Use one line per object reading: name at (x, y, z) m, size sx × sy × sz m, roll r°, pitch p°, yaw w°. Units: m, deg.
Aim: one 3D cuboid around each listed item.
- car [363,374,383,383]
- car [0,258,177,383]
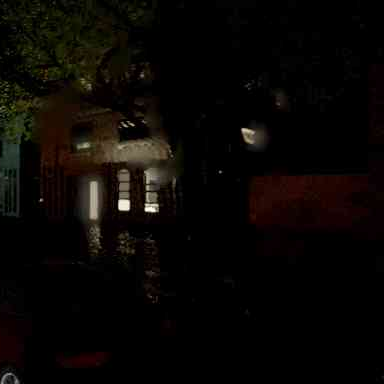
car at (2.530, 1.451, 1.068) m, size 4.097 × 1.590 × 1.967 m, roll 1°, pitch 0°, yaw 35°
car at (-2.110, 1.552, 4.376) m, size 4.206 × 1.307 × 1.802 m, roll 0°, pitch 0°, yaw 35°
